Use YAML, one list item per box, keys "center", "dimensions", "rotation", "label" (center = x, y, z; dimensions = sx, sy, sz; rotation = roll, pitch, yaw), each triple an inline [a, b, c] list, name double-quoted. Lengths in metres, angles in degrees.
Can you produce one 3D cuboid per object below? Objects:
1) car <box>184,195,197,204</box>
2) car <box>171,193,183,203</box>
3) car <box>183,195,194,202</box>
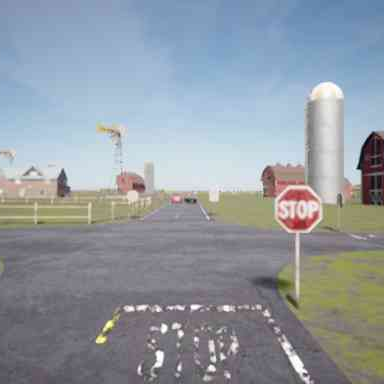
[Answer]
- center: [-0.082, 1.397, 62.960]
  dimensions: [1.882, 1.535, 5.008]
  rotation: [0, 0, -2]
  label: "car"
- center: [-3.020, 1.185, 67.026]
  dimensions: [2.150, 2.045, 5.566]
  rotation: [0, 0, -2]
  label: "car"
- center: [-0.751, 1.354, 73.069]
  dimensions: [1.882, 1.535, 5.008]
  rotation: [0, 0, -6]
  label: "car"
